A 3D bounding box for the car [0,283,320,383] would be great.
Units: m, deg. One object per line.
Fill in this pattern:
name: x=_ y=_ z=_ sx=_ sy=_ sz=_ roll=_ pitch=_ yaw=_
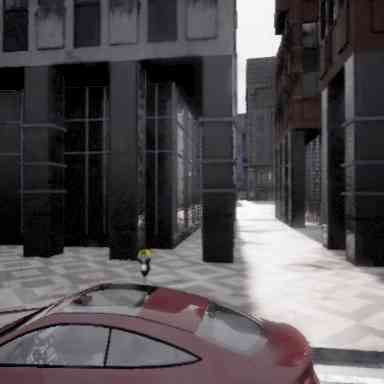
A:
car: x=-0.961 y=1.612 z=3.224 sx=4.206 sy=1.307 sz=1.802 roll=0 pitch=-1 yaw=8
